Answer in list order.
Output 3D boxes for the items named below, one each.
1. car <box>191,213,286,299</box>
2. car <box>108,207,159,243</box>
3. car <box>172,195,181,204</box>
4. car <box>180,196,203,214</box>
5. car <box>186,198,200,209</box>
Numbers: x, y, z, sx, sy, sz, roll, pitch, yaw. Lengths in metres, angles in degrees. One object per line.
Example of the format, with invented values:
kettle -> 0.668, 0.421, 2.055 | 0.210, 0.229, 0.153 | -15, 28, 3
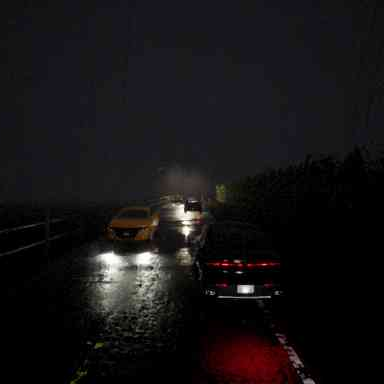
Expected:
car -> 0.971, 1.505, 8.426 | 1.837, 1.490, 4.892 | 0, 0, 0
car -> -2.735, 1.477, 16.338 | 1.882, 1.535, 5.008 | 0, 0, 0
car -> -2.690, 1.355, 63.476 | 2.097, 1.767, 4.553 | 0, 0, 0
car -> 0.109, 1.491, 35.594 | 2.128, 1.511, 4.902 | 0, 0, 0
car -> 0.116, 1.526, 45.768 | 1.812, 1.442, 4.674 | 0, 0, 0
